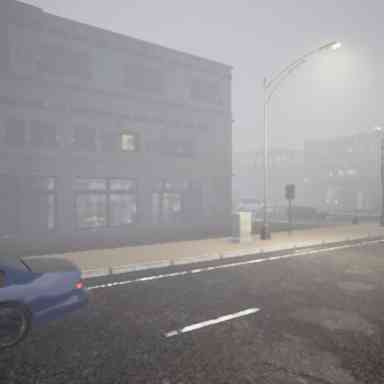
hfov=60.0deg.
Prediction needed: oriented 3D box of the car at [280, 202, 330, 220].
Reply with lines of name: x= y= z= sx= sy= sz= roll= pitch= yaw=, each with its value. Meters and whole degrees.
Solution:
car: x=11.007 y=1.971 z=31.859 sx=1.947 sy=1.339 sz=4.313 roll=-1 pitch=0 yaw=-35

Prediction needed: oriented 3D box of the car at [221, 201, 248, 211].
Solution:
car: x=6.729 y=2.174 z=52.616 sx=1.802 sy=1.307 sz=4.206 roll=-1 pitch=0 yaw=-35

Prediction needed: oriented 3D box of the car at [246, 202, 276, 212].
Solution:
car: x=9.927 y=2.111 z=48.099 sx=1.802 sy=1.307 sz=4.206 roll=-1 pitch=0 yaw=-35

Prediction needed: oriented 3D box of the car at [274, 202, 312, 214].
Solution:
car: x=13.125 y=2.017 z=43.581 sx=2.008 sy=1.369 sz=4.403 roll=-1 pitch=0 yaw=-35

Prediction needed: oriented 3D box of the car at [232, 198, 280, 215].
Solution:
car: x=7.978 y=1.720 z=40.844 sx=2.150 sy=2.045 sz=5.566 roll=0 pitch=0 yaw=-35

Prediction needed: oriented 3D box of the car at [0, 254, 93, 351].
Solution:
car: x=-4.242 y=1.544 z=4.659 sx=5.357 sy=1.411 sz=2.033 roll=0 pitch=0 yaw=-35
